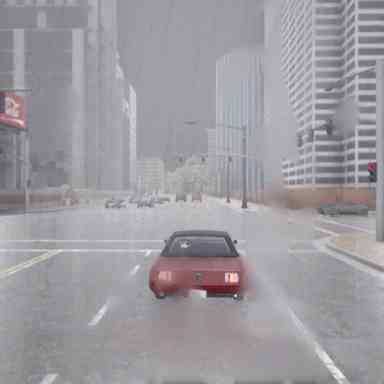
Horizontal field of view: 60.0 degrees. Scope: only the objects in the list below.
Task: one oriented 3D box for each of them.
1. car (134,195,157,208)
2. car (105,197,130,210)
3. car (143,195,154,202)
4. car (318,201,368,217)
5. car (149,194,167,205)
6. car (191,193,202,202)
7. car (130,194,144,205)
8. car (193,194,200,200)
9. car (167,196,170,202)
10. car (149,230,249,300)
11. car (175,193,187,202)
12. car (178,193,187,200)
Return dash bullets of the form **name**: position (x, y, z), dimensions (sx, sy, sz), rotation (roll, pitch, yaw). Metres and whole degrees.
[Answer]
- **car**: position (-6.442, 1.498, 46.712), dimensions (1.812, 1.442, 4.674), rotation (0, 0, 1)
- **car**: position (-9.991, 1.465, 43.510), dimensions (2.128, 1.511, 4.902), rotation (0, 0, 1)
- **car**: position (-9.477, 1.481, 73.082), dimensions (1.812, 1.442, 4.674), rotation (0, 0, 1)
- **car**: position (13.785, 1.546, 30.493), dimensions (4.181, 1.385, 1.994), rotation (0, 0, 1)
- **car**: position (-6.252, 1.458, 58.617), dimensions (2.128, 1.511, 4.902), rotation (0, 0, 1)
- **car**: position (1.029, 1.173, 73.416), dimensions (2.150, 2.045, 5.566), rotation (0, 0, 1)
- **car**: position (-9.763, 1.459, 58.009), dimensions (2.128, 1.511, 4.902), rotation (0, 0, 1)
- **car**: position (1.181, 1.304, 84.086), dimensions (1.812, 1.442, 4.674), rotation (0, 0, 1)
- **car**: position (-5.969, 1.551, 73.650), dimensions (1.895, 1.301, 4.718), rotation (0, 0, 1)
- **car**: position (0.214, 1.596, 8.344), dimensions (1.895, 1.301, 4.718), rotation (0, 0, 2)
- **car**: position (-2.471, 1.173, 73.466), dimensions (2.150, 2.045, 5.566), rotation (0, 0, 1)
- **car**: position (-2.319, 1.135, 84.106), dimensions (2.097, 1.767, 4.553), rotation (0, 0, 1)
